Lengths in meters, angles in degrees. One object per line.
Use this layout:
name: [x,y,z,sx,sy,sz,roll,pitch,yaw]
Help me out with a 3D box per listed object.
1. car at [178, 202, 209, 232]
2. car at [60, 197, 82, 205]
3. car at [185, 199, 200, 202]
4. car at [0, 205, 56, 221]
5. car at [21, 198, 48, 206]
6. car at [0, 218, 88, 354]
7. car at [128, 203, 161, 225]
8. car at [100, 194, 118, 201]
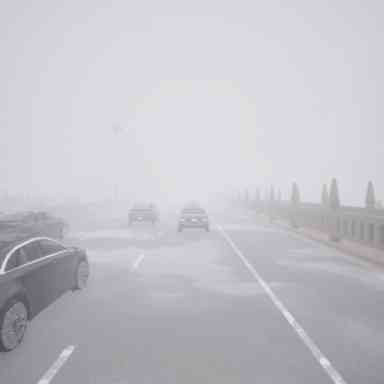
car: [0.096,1.572,20.443,2.033,1.411,5.357,0,0,0]
car: [-17.521,1.578,48.251,1.837,1.490,4.892,0,-1,0]
car: [0.094,1.586,42.019,1.812,1.442,4.674,0,0,0]
car: [-6.903,1.520,14.223,1.837,1.490,4.892,0,0,0]
car: [-21.031,1.571,44.701,1.837,1.490,4.892,0,-1,0]
car: [-3.402,1.497,6.109,2.128,1.511,4.902,0,0,0]
car: [-3.404,1.523,24.255,2.128,1.511,4.902,0,0,0]
car: [-14.011,1.410,56.431,2.150,2.045,5.566,0,0,0]
